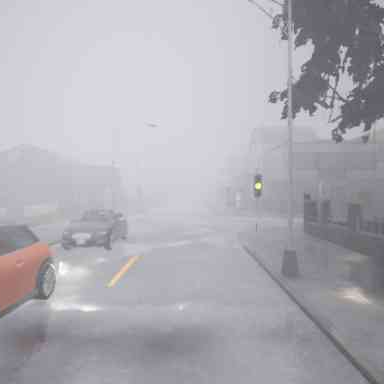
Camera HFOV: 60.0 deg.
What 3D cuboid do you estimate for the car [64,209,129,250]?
[{"bbox_3d":[-3.996,1.517,14.436,2.128,1.511,4.902,0,0,0],"label":"car"}]

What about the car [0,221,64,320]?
[{"bbox_3d":[-4.076,1.361,5.436,2.097,1.767,4.553,0,0,0],"label":"car"}]
